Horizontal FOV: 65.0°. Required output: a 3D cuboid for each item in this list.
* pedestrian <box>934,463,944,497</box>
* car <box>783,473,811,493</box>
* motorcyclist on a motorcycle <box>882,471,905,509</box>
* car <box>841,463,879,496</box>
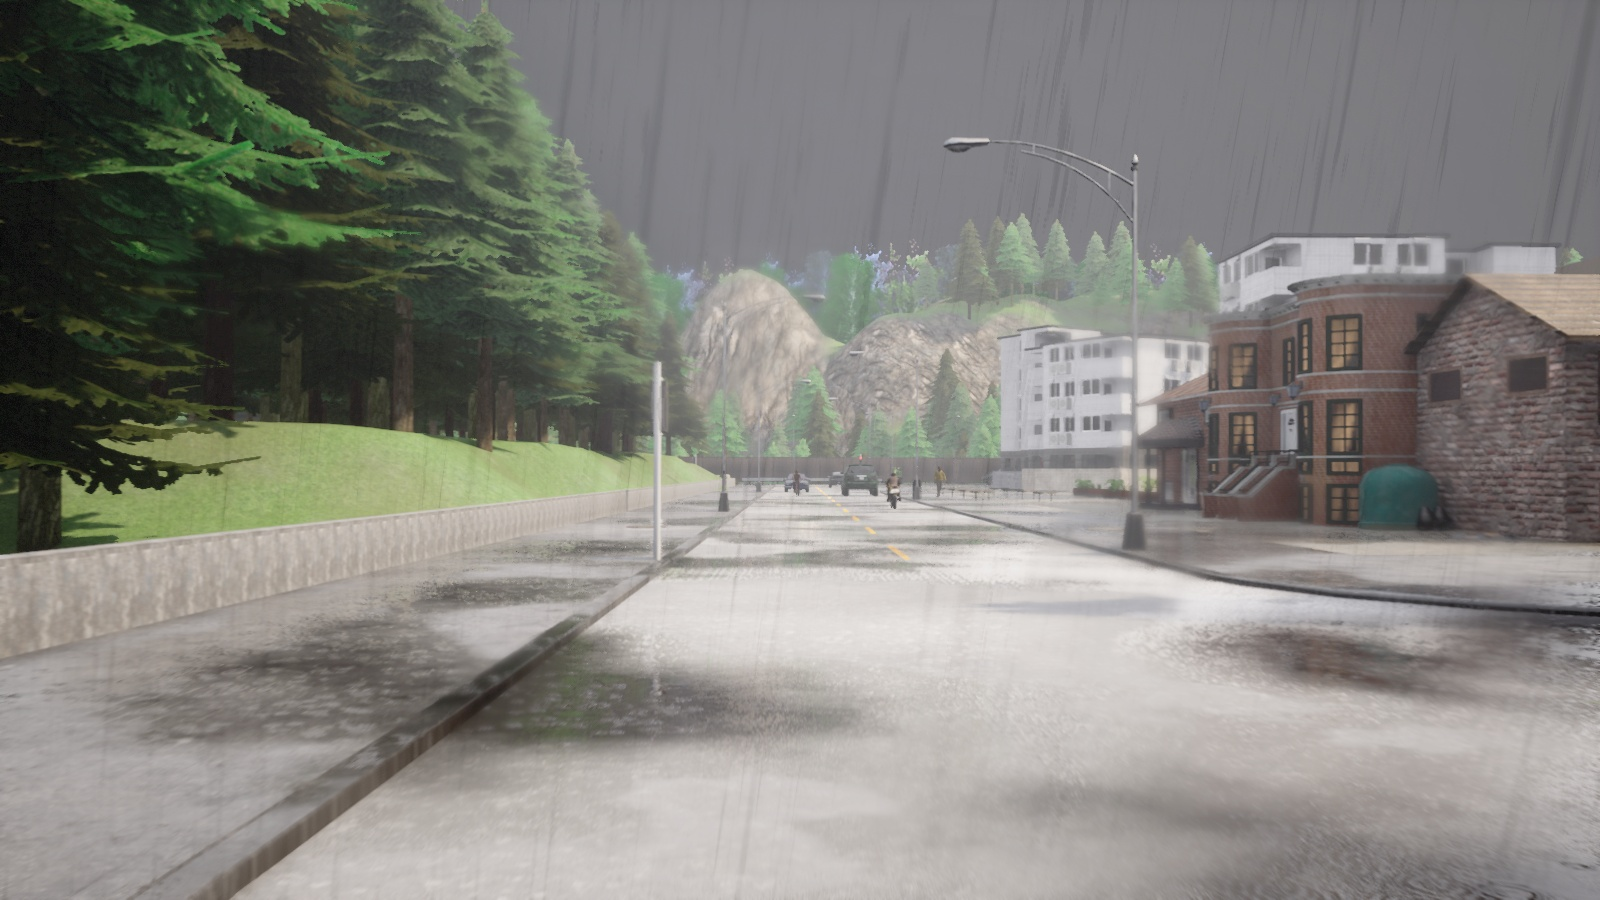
[{"bbox_3d":[7.697,1.658,69.557,0.370,1.835,0.726,0,-1,-4],"label":"pedestrian"},{"bbox_3d":[-0.217,2.431,93.674,2.033,1.411,5.357,0,-1,0],"label":"car"},{"bbox_3d":[3.880,1.655,52.193,0.797,1.523,2.044,0,-1,0],"label":"motorcyclist on a motorcycle"},{"bbox_3d":[3.814,1.867,80.581,2.150,2.045,5.566,0,-1,0],"label":"car"}]
